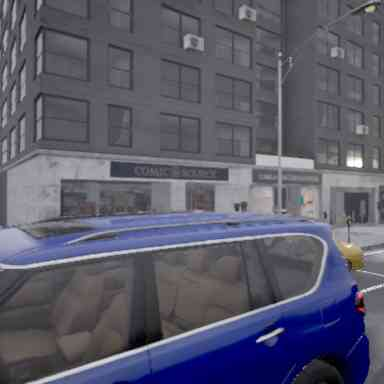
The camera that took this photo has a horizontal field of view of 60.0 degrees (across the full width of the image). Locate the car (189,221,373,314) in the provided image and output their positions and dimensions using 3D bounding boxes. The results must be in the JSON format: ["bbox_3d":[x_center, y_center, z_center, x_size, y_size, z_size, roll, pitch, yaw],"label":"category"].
[{"bbox_3d":[2.408,1.594,8.321,4.829,1.417,1.752,1,-1,-35],"label":"car"}]

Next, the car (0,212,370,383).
[{"bbox_3d":[-0.877,1.234,2.584,5.566,2.045,2.150,0,0,-35],"label":"car"}]

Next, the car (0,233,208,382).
[{"bbox_3d":[-2.119,1.571,5.198,4.507,1.381,1.887,1,-1,-35],"label":"car"}]
